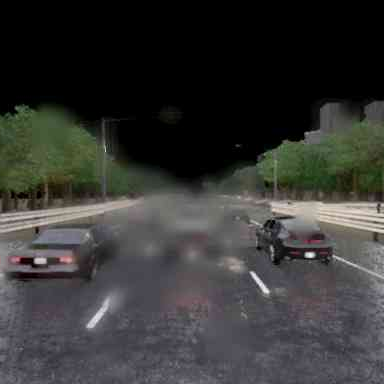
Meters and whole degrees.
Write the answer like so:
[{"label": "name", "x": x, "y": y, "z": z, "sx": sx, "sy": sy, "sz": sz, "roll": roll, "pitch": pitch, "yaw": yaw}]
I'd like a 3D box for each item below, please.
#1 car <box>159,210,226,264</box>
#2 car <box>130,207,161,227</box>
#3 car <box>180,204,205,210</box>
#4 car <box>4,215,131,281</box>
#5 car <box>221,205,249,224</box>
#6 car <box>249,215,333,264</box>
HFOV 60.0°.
[{"label": "car", "x": 0.044, "y": 1.644, "z": 12.362, "sx": 1.837, "sy": 1.490, "sz": 4.892, "roll": 0, "pitch": 0, "yaw": 1}, {"label": "car", "x": -3.475, "y": 1.818, "z": 25.153, "sx": 2.033, "sy": 1.411, "sz": 5.357, "roll": 0, "pitch": -1, "yaw": 0}, {"label": "car", "x": 0.046, "y": 1.797, "z": 27.385, "sx": 1.837, "sy": 1.490, "sz": 4.892, "roll": 0, "pitch": 0, "yaw": 0}, {"label": "car", "x": -3.474, "y": 1.662, "z": 10.174, "sx": 2.033, "sy": 1.411, "sz": 5.357, "roll": 0, "pitch": -1, "yaw": 0}, {"label": "car", "x": 3.545, "y": 1.797, "z": 27.344, "sx": 1.837, "sy": 1.490, "sz": 4.892, "roll": 0, "pitch": 0, "yaw": 0}, {"label": "car", "x": 3.543, "y": 1.644, "z": 12.343, "sx": 1.837, "sy": 1.490, "sz": 4.892, "roll": 0, "pitch": 0, "yaw": 0}]
